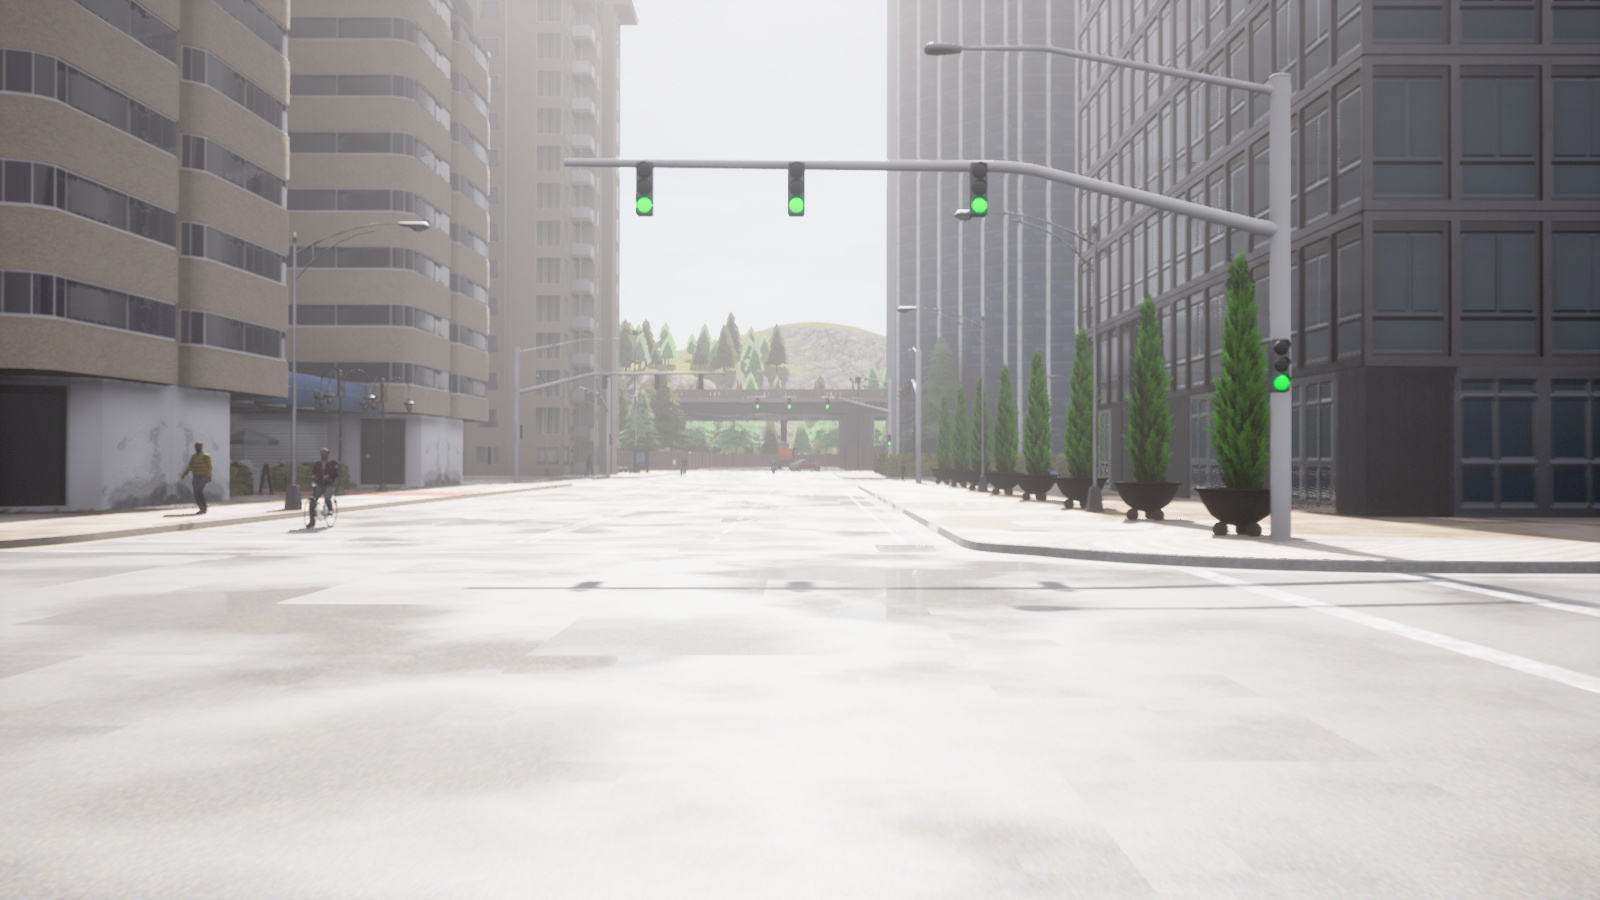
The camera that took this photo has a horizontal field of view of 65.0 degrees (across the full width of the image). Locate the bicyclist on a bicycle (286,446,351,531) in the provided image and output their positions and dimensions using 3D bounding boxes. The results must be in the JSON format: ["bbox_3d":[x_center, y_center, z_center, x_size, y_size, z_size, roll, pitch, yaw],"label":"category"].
[{"bbox_3d":[-10.325,0.808,26.979,0.659,1.776,1.843,0,-1,0],"label":"bicyclist on a bicycle"}]

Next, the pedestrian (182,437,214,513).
[{"bbox_3d":[-14.675,0.605,30.630,0.370,1.835,0.726,0,0,7],"label":"pedestrian"}]
